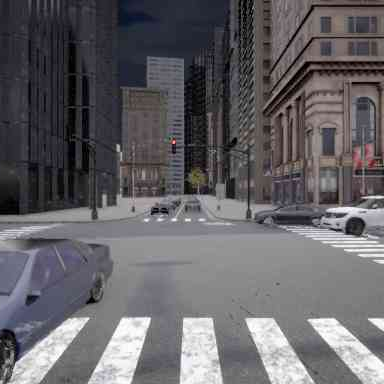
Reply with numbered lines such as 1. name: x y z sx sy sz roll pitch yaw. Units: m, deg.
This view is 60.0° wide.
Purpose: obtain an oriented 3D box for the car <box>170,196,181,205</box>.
1. car: -3.005 1.597 62.777 1.882 1.535 5.008 0 0 0

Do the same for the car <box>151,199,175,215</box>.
1. car: -3.057 1.644 33.822 1.895 1.301 4.718 0 0 0

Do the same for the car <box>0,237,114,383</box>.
1. car: -2.842 1.513 5.332 2.033 1.411 5.357 0 1 5

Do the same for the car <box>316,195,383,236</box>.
1. car: 9.890 1.198 17.633 5.566 2.045 2.150 0 0 0

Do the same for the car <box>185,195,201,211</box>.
1. car: 0.110 1.553 42.308 2.128 1.511 4.902 0 0 0

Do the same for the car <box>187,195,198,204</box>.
1. car: 0.088 1.486 67.336 2.097 1.767 4.553 0 0 0

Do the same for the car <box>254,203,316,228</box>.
1. car: 6.509 1.520 21.560 4.892 1.490 1.837 0 0 11

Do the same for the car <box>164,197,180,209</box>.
1. car: -3.064 1.556 43.218 2.128 1.511 4.902 0 0 0
